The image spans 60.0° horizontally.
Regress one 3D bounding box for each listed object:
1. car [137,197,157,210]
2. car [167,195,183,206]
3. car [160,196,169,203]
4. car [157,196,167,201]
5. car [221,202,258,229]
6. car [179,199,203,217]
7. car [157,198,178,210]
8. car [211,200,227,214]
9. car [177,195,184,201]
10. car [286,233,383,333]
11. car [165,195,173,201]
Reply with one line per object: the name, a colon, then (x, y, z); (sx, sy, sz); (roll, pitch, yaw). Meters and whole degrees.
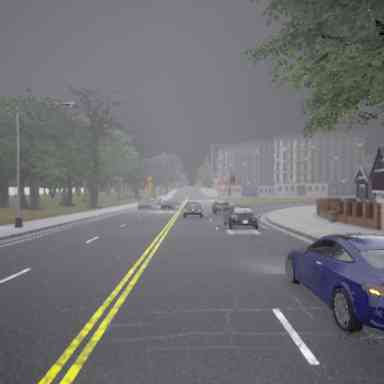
car: (-6.595, 1.760, 47.531); (1.837, 1.490, 4.892); (0, 0, 0)
car: (-3.294, 1.804, 63.985); (1.837, 1.490, 4.892); (0, 0, 1)
car: (-6.502, 1.795, 78.805); (1.812, 1.442, 4.674); (0, 0, 0)
car: (-6.549, 1.791, 63.440); (2.128, 1.511, 4.902); (0, 0, 1)
car: (3.250, 1.655, 22.528); (1.812, 1.442, 4.674); (0, 0, 0)
car: (0.101, 1.728, 33.077); (2.033, 1.411, 5.357); (0, 0, 0)
car: (-3.349, 1.850, 46.334); (1.895, 1.301, 4.718); (0, 0, 0)
car: (3.348, 1.697, 38.825); (2.128, 1.511, 4.902); (0, 0, 0)
car: (-3.252, 1.675, 94.339); (1.837, 1.490, 4.892); (0, 0, 0)
car: (3.349, 1.565, 6.744); (1.812, 1.442, 4.674); (0, 0, 0)
car: (-6.502, 1.696, 94.371); (1.812, 1.442, 4.674); (0, 0, 0)
